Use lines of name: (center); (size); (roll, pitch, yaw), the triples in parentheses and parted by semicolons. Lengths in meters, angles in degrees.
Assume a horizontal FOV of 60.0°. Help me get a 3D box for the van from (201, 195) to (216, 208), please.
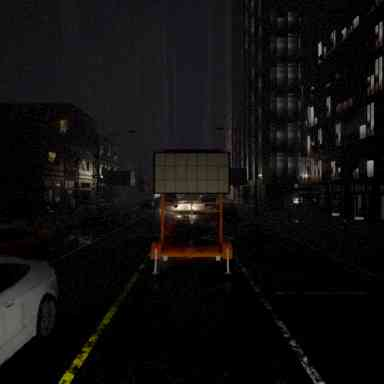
van: (2.652, 1.357, 48.625); (1.690, 1.788, 3.998); (0, 0, 0)

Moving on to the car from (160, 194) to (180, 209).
car: (-3.131, 1.233, 45.736); (2.150, 2.045, 5.566); (0, 0, 0)

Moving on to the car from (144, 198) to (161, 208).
car: (-5.727, 1.560, 48.616); (1.887, 1.381, 4.507); (0, 0, 0)

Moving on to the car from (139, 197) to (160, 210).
car: (-5.723, 1.562, 43.092); (2.008, 1.369, 4.403); (0, 0, 0)

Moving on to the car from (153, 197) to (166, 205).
car: (-5.734, 1.591, 59.664); (1.947, 1.339, 4.313); (0, 0, 0)

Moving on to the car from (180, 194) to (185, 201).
car: (-3.059, 1.272, 86.761); (2.150, 2.045, 5.566); (0, 0, 0)

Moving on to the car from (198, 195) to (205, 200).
car: (2.622, 1.582, 92.988); (1.752, 1.417, 4.829); (0, 0, 0)

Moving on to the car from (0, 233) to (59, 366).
car: (-3.089, 1.525, 3.788); (1.812, 1.442, 4.674); (0, 0, 0)

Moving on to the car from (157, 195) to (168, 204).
car: (-5.739, 1.470, 65.188); (1.967, 1.590, 4.097); (0, 0, 0)

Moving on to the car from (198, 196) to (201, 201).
car: (2.642, 1.555, 65.367); (1.752, 1.417, 4.829); (0, 0, 0)

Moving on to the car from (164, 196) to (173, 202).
car: (-5.750, 1.627, 81.761); (1.802, 1.307, 4.206); (0, 0, 0)

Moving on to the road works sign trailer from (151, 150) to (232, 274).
road works sign trailer: (-0.007, 0.465, 10.545); (2.380, 3.560, 2.880); (0, 0, 0)

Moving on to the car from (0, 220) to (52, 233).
car: (-5.699, 1.526, 9.776); (1.752, 1.417, 4.829); (0, 0, 0)

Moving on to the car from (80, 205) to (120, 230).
car: (-5.707, 1.553, 20.996); (2.008, 1.369, 4.403); (0, 0, 0)

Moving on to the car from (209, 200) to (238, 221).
car: (2.669, 1.555, 26.528); (2.008, 1.369, 4.403); (0, 0, 0)

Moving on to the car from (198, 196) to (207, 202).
car: (2.630, 1.596, 81.771); (2.008, 1.369, 4.403); (0, 0, 0)
